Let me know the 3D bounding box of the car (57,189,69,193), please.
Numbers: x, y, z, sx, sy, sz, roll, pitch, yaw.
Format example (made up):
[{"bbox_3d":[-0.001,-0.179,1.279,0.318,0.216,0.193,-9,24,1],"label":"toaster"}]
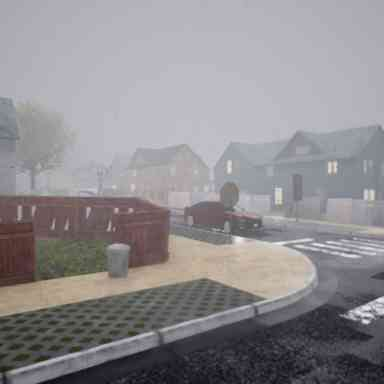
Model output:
[{"bbox_3d":[-20.438,0.329,52.777,2.128,1.511,4.902,1,1,-36],"label":"car"}]

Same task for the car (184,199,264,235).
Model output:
[{"bbox_3d":[1.501,1.185,17.235,1.882,1.535,5.008,1,1,-34],"label":"car"}]

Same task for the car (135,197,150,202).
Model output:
[{"bbox_3d":[-4.243,1.051,25.303,1.994,1.385,4.181,1,1,-35],"label":"car"}]

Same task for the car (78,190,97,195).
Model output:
[{"bbox_3d":[-10.275,0.806,33.717,2.033,1.411,5.357,1,1,-36],"label":"car"}]
